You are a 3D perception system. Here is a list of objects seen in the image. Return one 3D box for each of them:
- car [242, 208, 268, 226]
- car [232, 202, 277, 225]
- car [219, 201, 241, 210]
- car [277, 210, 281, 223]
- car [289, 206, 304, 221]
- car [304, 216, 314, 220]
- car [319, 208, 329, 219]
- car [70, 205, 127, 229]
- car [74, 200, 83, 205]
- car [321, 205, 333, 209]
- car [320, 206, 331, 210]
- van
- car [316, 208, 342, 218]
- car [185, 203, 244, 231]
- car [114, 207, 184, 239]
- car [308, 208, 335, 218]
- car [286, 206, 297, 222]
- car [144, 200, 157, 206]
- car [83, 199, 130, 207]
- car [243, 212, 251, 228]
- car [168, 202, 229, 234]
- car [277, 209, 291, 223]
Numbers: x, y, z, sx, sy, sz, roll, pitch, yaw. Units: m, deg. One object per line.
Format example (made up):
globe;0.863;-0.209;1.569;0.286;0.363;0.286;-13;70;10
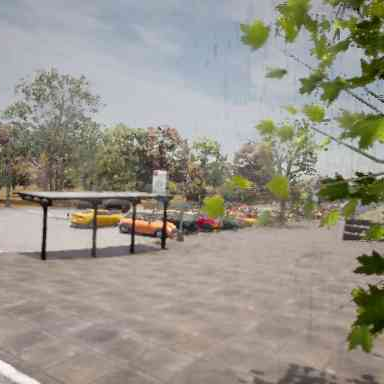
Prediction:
car;5.626;3.128;38.633;5.366;1.575;1.946;6;2;16
car;7.251;2.951;41.106;5.566;2.045;2.435;6;2;16
car;7.468;2.718;65.153;2.128;1.511;4.902;6;1;36
car;8.976;3.317;43.553;4.792;1.488;2.163;6;2;16
car;14.177;3.424;50.875;4.553;1.767;2.185;6;1;16
car;17.744;3.494;55.734;5.566;2.045;2.435;6;1;16
car;21.365;3.957;60.569;5.366;1.575;1.946;6;1;16
car;-8.007;2.233;28.846;1.882;1.535;5.008;6;1;37
car;-12.323;1.315;42.830;2.150;2.045;5.566;6;2;36
car;24.675;3.898;65.485;5.566;2.045;2.435;6;2;16
car;22.753;4.023;63.100;5.366;1.575;1.946;6;2;16
van;-1.709;2.531;28.974;4.442;1.987;1.878;6;2;16
car;29.915;4.476;72.809;5.008;1.535;2.097;6;1;16
car;1.980;2.693;33.798;5.566;2.045;2.435;6;2;16
car;-3.431;2.549;26.542;4.553;1.767;2.185;6;2;16
car;26.395;4.284;67.933;4.792;1.488;2.163;6;2;16
car;12.488;3.339;48.413;4.553;1.767;2.185;6;2;16
car;-5.431;1.910;52.395;1.882;1.535;5.008;6;1;35
car;-10.057;1.543;40.865;2.150;2.045;5.566;6;2;35
car;3.684;3.067;36.252;4.674;1.452;2.002;6;2;16
car;0.154;2.601;31.373;5.566;2.045;2.435;6;2;16
car;10.703;3.374;45.986;4.892;1.521;2.231;6;2;16
